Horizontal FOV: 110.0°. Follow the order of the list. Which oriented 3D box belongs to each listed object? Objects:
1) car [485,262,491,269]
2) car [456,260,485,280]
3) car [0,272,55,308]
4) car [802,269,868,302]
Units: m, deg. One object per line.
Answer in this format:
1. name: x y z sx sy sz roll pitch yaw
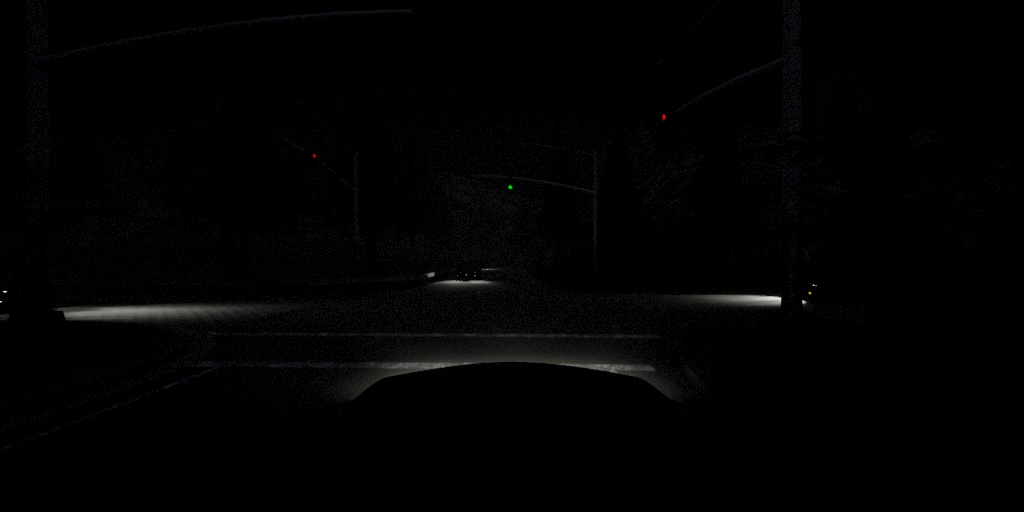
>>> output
1. car: -4.909 1.277 55.594 2.033 1.411 5.357 0 0 -24
2. car: -3.654 1.241 30.973 1.837 1.490 4.892 0 1 0
3. car: -19.483 1.222 12.763 4.902 1.511 2.128 0 0 0
4. car: 14.961 1.292 16.325 4.181 1.385 1.994 0 0 0
